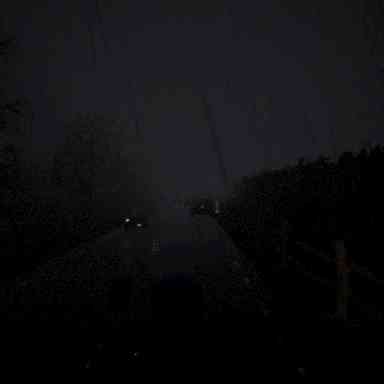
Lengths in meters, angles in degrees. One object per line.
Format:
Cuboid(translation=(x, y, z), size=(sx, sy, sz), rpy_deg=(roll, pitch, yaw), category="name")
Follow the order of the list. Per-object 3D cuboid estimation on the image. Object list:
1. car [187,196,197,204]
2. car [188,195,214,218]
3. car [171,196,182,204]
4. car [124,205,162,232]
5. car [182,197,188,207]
Cuboid(translation=(0.019, 1.507, 61.577), size=(1.895, 1.301, 4.718), rpy_deg=(0, 0, 0), category="car")
Cuboid(translation=(0.910, 1.324, 30.331), size=(2.097, 1.767, 4.553), rpy_deg=(0, 0, 1), category="car")
Cuboid(translation=(-2.777, 1.470, 61.383), size=(1.994, 1.385, 4.181), rpy_deg=(0, 0, 1), category="car")
Cuboid(translation=(-2.843, 1.512, 20.266), size=(1.812, 1.442, 4.674), rpy_deg=(0, 0, 0), category="car")
Cuboid(translation=(0.018, 1.287, 48.816), size=(2.097, 1.767, 4.553), rpy_deg=(0, 0, 0), category="car")
